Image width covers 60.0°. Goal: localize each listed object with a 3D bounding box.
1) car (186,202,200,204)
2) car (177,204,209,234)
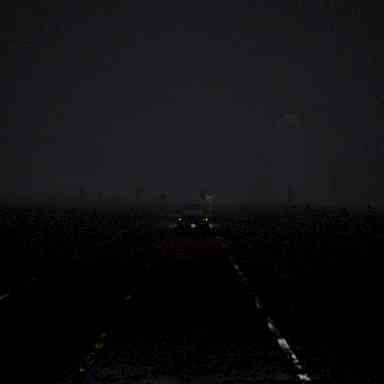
[{"bbox_3d":[0.053,1.688,31.378,1.837,1.490,4.892,0,0,0],"label":"car"},{"bbox_3d":[0.067,1.643,20.072,1.812,1.442,4.674,0,-1,0],"label":"car"}]
